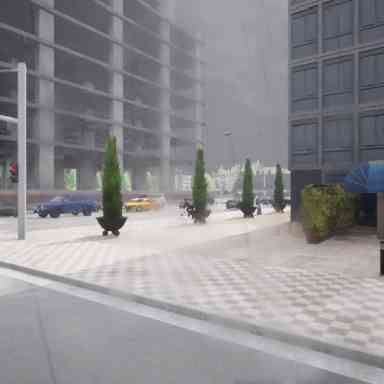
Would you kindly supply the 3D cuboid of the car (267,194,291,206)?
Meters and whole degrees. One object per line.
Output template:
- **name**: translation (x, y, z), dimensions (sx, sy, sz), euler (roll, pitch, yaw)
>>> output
- **car**: translation (14.580, 1.493, 54.171), dimensions (2.128, 1.511, 4.902), euler (0, 0, 36)

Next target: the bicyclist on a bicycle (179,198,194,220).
- **bicyclist on a bicycle**: translation (-0.357, 1.302, 25.304), dimensions (1.656, 1.620, 0.582), euler (0, 0, 36)

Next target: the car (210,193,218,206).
- **car**: translation (1.503, 1.219, 54.238), dimensions (2.150, 2.045, 5.566), euler (0, 1, 36)

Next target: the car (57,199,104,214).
- **car**: translation (-11.903, 1.529, 35.761), dimensions (1.812, 1.442, 4.674), euler (0, 0, 36)

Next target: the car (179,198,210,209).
- **car**: translation (0.094, 1.528, 46.372), dimensions (1.812, 1.442, 4.674), euler (0, 0, 36)

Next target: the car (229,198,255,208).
- **car**: translation (7.629, 1.603, 50.599), dimensions (1.895, 1.301, 4.718), euler (0, 0, 36)

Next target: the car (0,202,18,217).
- **car**: translation (-16.961, 1.567, 28.757), dimensions (1.994, 1.385, 4.181), euler (0, 0, 36)

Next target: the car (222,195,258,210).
- **car**: translation (6.136, 1.493, 42.473), dimensions (2.128, 1.511, 4.902), euler (0, 0, 36)

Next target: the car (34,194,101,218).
- **car**: translation (-11.446, 1.224, 30.416), dimensions (2.150, 2.045, 5.566), euler (0, 0, 36)

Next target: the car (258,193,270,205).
- **car**: translation (12.843, 1.354, 57.917), dimensions (2.097, 1.767, 4.553), euler (0, 0, 36)

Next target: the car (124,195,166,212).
- **car**: translation (-5.594, 1.480, 38.520), dimensions (1.882, 1.535, 5.008), euler (0, 0, 36)
